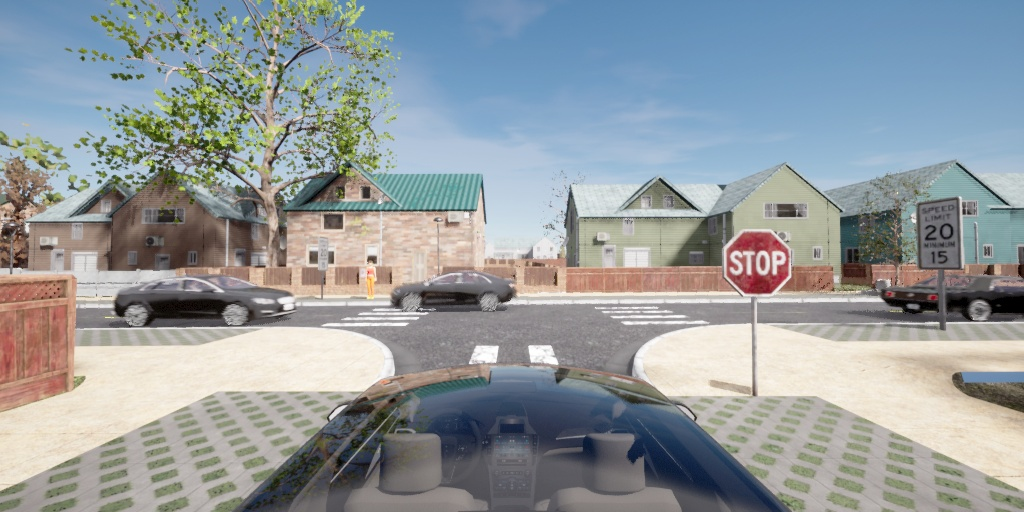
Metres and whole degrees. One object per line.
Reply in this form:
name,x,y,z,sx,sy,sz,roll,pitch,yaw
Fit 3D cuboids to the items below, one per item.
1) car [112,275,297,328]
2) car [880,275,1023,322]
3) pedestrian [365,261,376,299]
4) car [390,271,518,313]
car,-9.420,1.342,11.213,4.902,1.511,2.128,-1,-1,1
car,14.448,1.233,10.910,4.718,1.301,1.895,0,-1,1
pedestrian,-6.720,1.114,17.048,0.375,1.860,0.375,0,-1,1
car,-2.213,1.349,14.070,4.902,1.511,2.128,0,-1,1
